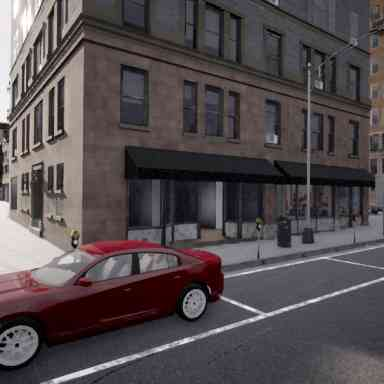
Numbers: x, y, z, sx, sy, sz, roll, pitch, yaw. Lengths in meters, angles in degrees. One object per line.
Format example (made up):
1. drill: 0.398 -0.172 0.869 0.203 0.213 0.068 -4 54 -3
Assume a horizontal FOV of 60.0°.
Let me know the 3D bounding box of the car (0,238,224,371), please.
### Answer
1. car: -1.490 1.545 5.690 4.507 1.381 1.887 0 1 -35

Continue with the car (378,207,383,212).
1. car: 16.400 1.370 33.254 1.837 1.490 4.892 1 0 -35

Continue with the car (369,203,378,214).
1. car: 14.143 1.363 30.824 1.812 1.442 4.674 1 0 -33
